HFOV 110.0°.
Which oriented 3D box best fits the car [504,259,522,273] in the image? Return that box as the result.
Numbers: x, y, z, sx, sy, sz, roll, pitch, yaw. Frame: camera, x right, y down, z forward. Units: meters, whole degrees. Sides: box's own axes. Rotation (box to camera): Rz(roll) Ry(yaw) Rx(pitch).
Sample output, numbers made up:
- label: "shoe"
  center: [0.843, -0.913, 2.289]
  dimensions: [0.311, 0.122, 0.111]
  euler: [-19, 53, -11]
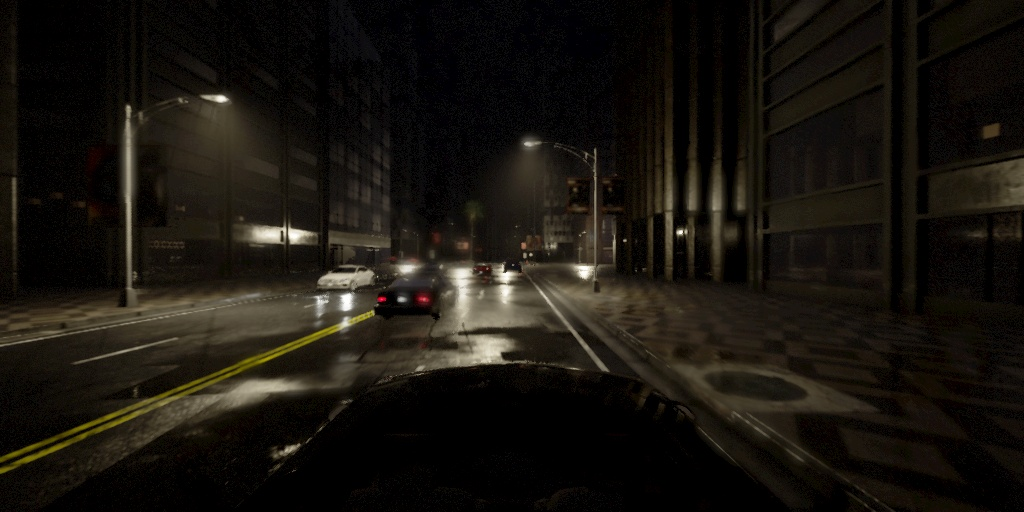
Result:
- label: "car"
  center: [0.106, 1.120, 45.084]
  dimensions: [2.097, 1.767, 4.553]
  euler: [0, 0, 0]

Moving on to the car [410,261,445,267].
- label: "car"
  center: [-6.531, 1.307, 29.700]
  dimensions: [2.033, 1.411, 5.357]
  euler: [0, 0, 0]

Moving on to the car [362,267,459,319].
- label: "car"
  center: [-3.150, 1.299, 12.791]
  dimensions: [2.033, 1.411, 5.357]
  euler: [0, 0, 0]

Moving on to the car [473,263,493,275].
- label: "car"
  center: [-3.145, 1.365, 39.401]
  dimensions: [1.895, 1.301, 4.718]
  euler: [0, 0, 0]

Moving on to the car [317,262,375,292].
- label: "car"
  center: [-9.826, 1.281, 21.699]
  dimensions: [1.812, 1.442, 4.674]
  euler: [0, 0, 0]
